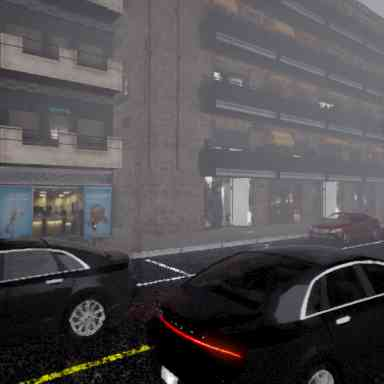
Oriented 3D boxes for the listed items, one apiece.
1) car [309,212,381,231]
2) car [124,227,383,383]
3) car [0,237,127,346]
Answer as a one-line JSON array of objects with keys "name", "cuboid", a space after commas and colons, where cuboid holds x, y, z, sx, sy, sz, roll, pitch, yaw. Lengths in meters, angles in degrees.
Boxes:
[{"name": "car", "cuboid": [7.199, 1.583, 15.522, 4.206, 1.307, 1.802, 0, 0, -35]}, {"name": "car", "cuboid": [1.760, 1.505, 4.552, 4.892, 1.490, 1.837, 0, 0, -35]}, {"name": "car", "cuboid": [-3.224, 1.505, 4.936, 4.892, 1.490, 1.837, 0, 0, -35]}]
